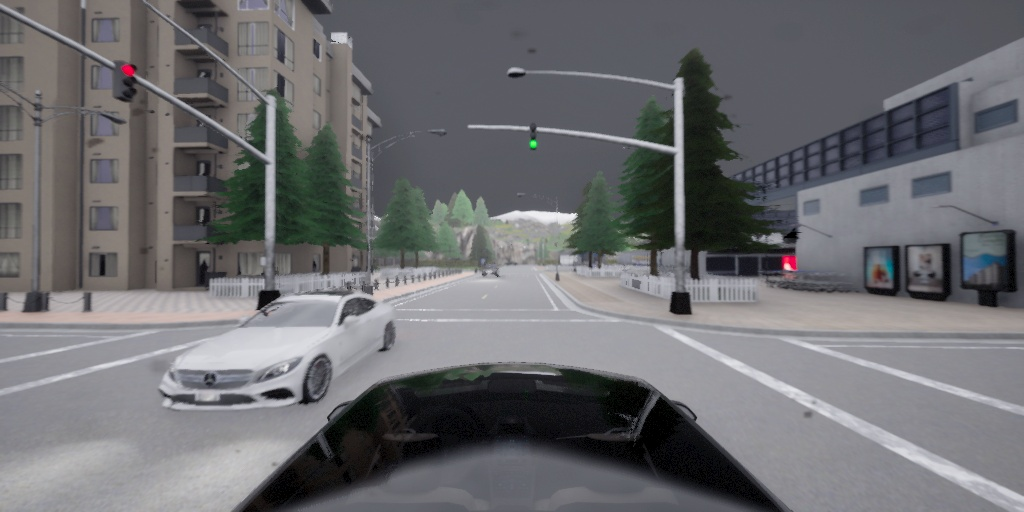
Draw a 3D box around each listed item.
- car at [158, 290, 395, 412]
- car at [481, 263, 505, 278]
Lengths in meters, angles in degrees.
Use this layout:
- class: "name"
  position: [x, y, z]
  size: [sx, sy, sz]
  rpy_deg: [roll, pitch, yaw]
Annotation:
- class: "car"
  position: [-3.571, 1.407, 6.549]
  size: [1.812, 1.442, 4.674]
  rpy_deg: [0, -1, 0]
- class: "car"
  position: [-2.380, 1.643, 41.264]
  size: [2.128, 1.511, 4.902]
  rpy_deg: [0, -1, 2]
